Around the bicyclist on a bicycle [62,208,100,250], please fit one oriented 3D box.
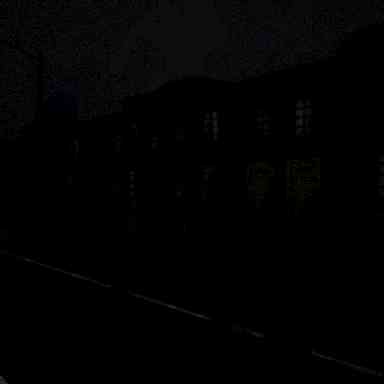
[{"bbox_3d":[-4.342,1.448,13.173,0.582,1.620,1.656,0,-1,42],"label":"bicyclist on a bicycle"}]
